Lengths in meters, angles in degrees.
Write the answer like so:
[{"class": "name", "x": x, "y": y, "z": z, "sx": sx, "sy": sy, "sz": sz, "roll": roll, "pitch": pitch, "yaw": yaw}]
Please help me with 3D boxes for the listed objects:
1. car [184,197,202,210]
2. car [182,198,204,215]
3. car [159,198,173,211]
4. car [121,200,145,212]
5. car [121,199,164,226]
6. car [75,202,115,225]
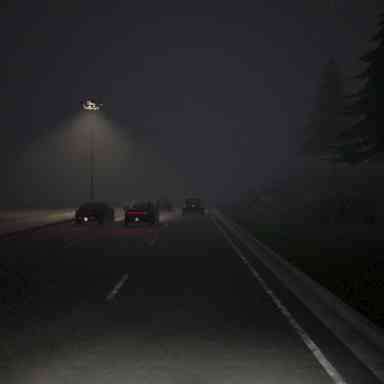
[{"class": "car", "x": 0.207, "y": 1.491, "z": 43.128, "sx": 2.128, "sy": 1.511, "sz": 4.902, "roll": 0, "pitch": 0, "yaw": 2}, {"class": "car", "x": 0.096, "y": 1.352, "z": 33.719, "sx": 2.097, "sy": 1.767, "sz": 4.553, "roll": 0, "pitch": 0, "yaw": 0}, {"class": "car", "x": -3.354, "y": 1.478, "z": 40.467, "sx": 1.882, "sy": 1.535, "sz": 5.008, "roll": 0, "pitch": 0, "yaw": 1}, {"class": "car", "x": -6.873, "y": 1.601, "z": 39.058, "sx": 1.895, "sy": 1.301, "sz": 4.718, "roll": 0, "pitch": 0, "yaw": 1}, {"class": "car", "x": -3.400, "y": 1.491, "z": 23.050, "sx": 2.128, "sy": 1.511, "sz": 4.902, "roll": 0, "pitch": 0, "yaw": 0}, {"class": "car", "x": -6.899, "y": 1.505, "z": 24.054, "sx": 1.837, "sy": 1.490, "sz": 4.892, "roll": 0, "pitch": 0, "yaw": 0}]
